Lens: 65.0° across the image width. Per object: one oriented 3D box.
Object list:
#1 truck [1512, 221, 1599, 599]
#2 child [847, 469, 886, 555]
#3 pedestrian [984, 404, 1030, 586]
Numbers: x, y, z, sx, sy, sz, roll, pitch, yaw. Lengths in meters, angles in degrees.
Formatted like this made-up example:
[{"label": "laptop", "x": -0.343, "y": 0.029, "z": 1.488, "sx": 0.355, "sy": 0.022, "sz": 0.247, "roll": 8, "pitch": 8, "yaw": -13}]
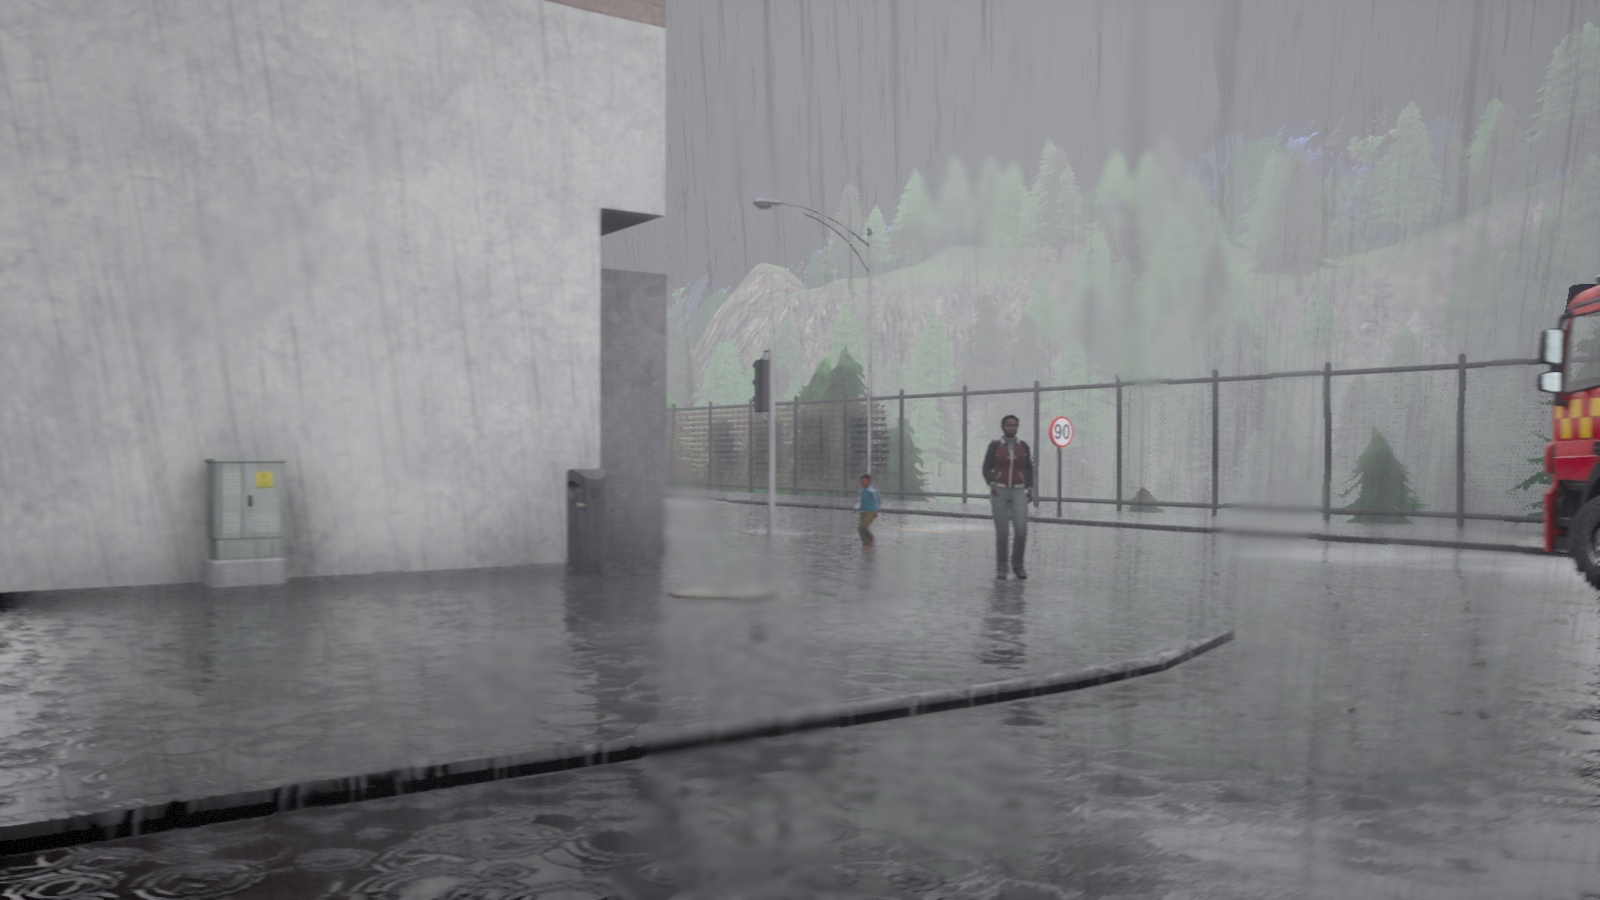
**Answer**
[{"label": "truck", "x": 9.276, "y": -0.412, "z": 10.353, "sx": 2.891, "sy": 3.827, "sz": 8.468, "roll": 0, "pitch": 0, "yaw": 7}, {"label": "child", "x": 0.947, "y": 0.876, "z": 17.918, "sx": 0.343, "sy": 1.192, "sz": 0.448, "roll": 0, "pitch": 0, "yaw": 42}, {"label": "pedestrian", "x": 2.246, "y": 0.478, "z": 13.661, "sx": 0.402, "sy": 1.930, "sz": 0.666, "roll": 0, "pitch": 0, "yaw": 1}]
